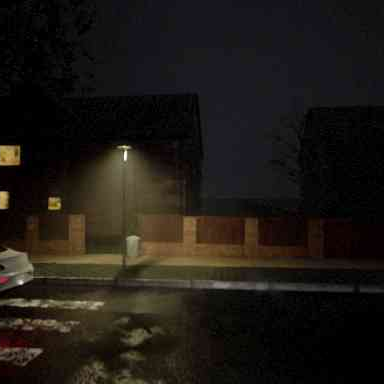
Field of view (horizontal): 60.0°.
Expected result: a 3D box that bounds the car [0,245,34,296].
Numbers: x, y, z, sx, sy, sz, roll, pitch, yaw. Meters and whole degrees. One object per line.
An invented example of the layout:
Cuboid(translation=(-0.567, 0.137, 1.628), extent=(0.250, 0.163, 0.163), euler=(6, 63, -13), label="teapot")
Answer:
Cuboid(translation=(-5.987, 1.719, 7.490), extent=(4.674, 1.442, 1.812), euler=(0, -2, 7), label="car")
